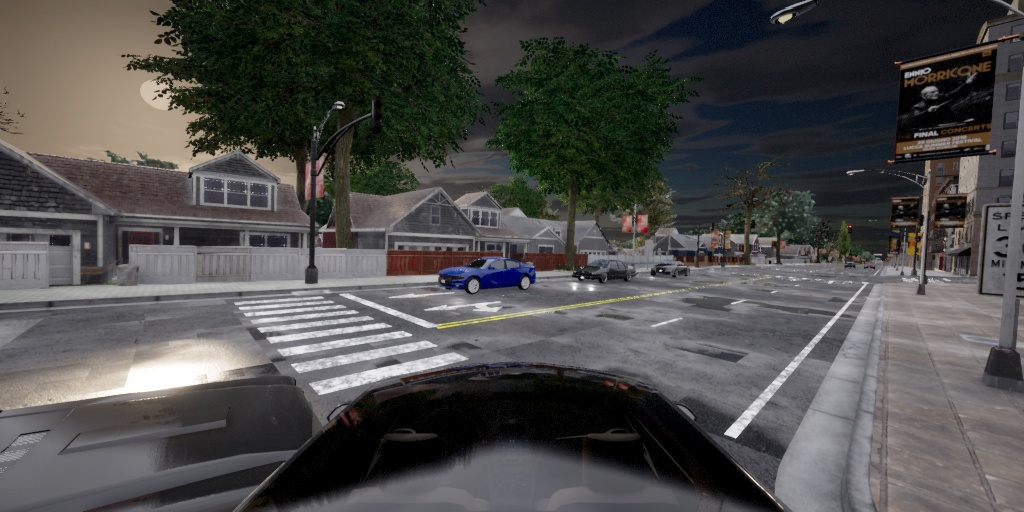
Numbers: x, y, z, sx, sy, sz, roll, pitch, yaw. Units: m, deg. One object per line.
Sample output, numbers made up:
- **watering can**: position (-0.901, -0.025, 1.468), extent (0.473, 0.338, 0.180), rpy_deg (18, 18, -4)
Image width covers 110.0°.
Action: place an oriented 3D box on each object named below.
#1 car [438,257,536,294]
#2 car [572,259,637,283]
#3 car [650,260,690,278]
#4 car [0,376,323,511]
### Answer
- **car**: position (-1.029, 0.791, 16.540), extent (5.008, 1.535, 1.882), rpy_deg (1, 2, -44)
- **car**: position (6.178, 0.931, 23.417), extent (5.357, 1.411, 2.033), rpy_deg (1, 2, -44)
- **car**: position (13.416, 1.022, 30.296), extent (4.181, 1.385, 1.994), rpy_deg (1, 2, -44)
- **car**: position (-3.316, 1.279, 1.368), extent (4.718, 1.301, 1.895), rpy_deg (1, 2, -34)
